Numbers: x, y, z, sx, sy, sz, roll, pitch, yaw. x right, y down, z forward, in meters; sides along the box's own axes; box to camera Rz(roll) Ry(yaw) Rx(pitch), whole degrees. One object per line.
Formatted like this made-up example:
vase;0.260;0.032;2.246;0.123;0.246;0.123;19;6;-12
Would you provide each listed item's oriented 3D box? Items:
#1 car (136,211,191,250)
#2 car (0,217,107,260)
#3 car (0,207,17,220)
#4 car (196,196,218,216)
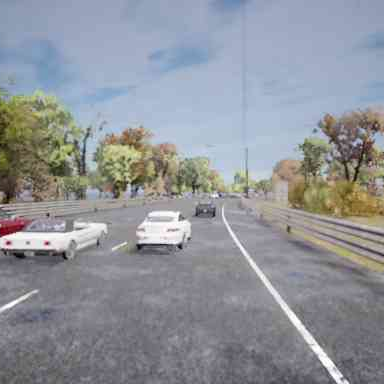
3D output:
car;-1.103;1.520;14.168;1.812;1.442;4.674;0;0;5
car;-4.774;1.594;12.387;1.895;1.301;4.718;0;0;5
car;-8.215;1.343;13.154;2.097;1.767;4.553;0;0;5
car;1.377;1.482;32.043;2.128;1.511;4.902;0;0;4
